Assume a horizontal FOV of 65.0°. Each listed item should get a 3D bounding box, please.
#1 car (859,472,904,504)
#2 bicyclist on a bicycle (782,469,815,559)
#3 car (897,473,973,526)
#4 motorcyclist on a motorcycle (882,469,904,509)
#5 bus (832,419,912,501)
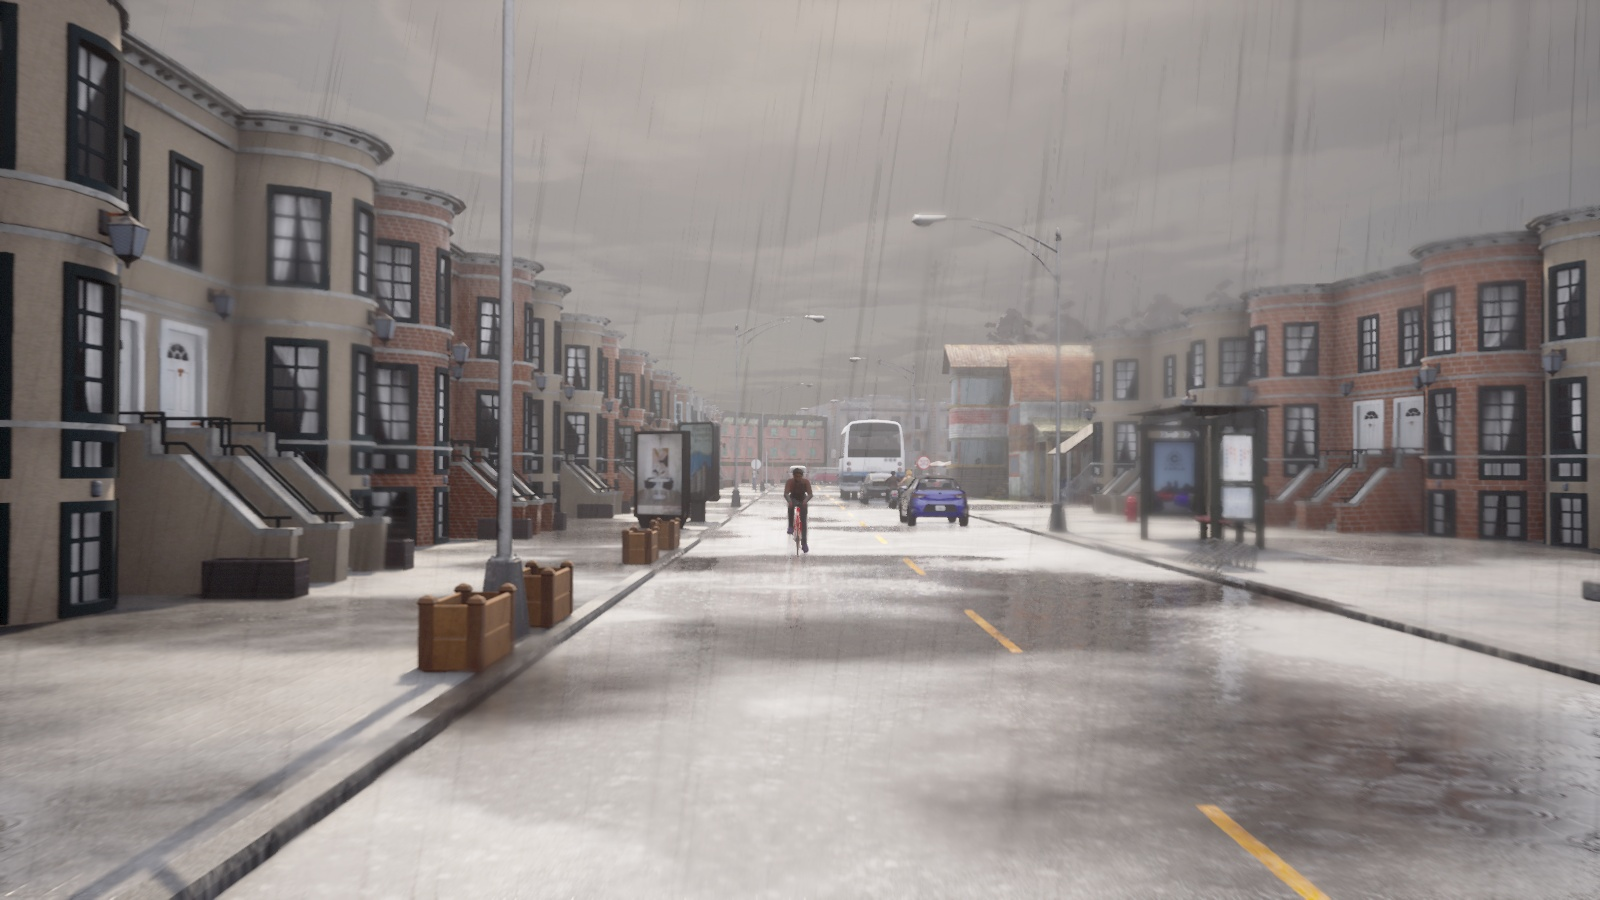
[{"bbox_3d":[3.928,1.825,61.013,1.837,1.490,4.892,0,-1,0],"label":"car"},{"bbox_3d":[-0.030,1.160,23.437,0.582,1.620,1.656,0,-1,0],"label":"bicyclist on a bicycle"},{"bbox_3d":[3.954,1.439,37.417,1.816,1.474,4.193,0,-1,0],"label":"car"},{"bbox_3d":[3.936,1.641,53.277,0.766,1.649,2.350,0,-1,0],"label":"motorcyclist on a motorcycle"},{"bbox_3d":[3.900,0.613,71.105,3.944,4.253,10.273,0,-1,0],"label":"bus"}]
